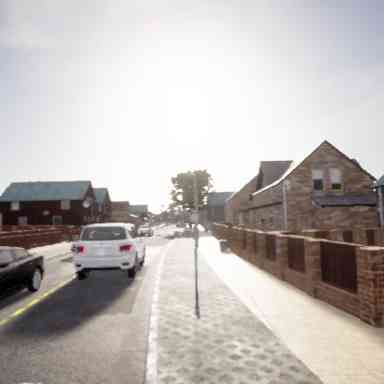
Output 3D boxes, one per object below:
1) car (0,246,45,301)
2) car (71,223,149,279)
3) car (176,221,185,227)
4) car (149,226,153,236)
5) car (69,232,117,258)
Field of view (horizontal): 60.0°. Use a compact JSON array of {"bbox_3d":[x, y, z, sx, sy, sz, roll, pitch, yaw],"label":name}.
[{"bbox_3d":[-5.757,2.255,9.053,1.882,1.535,5.008,-1,-4,-3],"label":"car"},{"bbox_3d":[-3.278,2.343,14.151,2.150,2.045,5.566,-1,-5,-3],"label":"car"},{"bbox_3d":[-3.140,8.642,87.865,1.895,1.301,4.718,-1,-5,0],"label":"car"},{"bbox_3d":[-6.267,5.092,43.918,1.812,1.442,4.674,-1,-5,1],"label":"car"},{"bbox_3d":[-6.403,3.429,22.142,1.895,1.301,4.718,-1,-5,-1],"label":"car"}]
